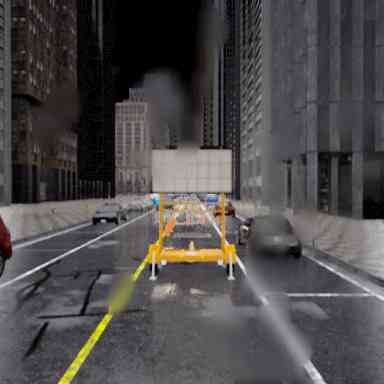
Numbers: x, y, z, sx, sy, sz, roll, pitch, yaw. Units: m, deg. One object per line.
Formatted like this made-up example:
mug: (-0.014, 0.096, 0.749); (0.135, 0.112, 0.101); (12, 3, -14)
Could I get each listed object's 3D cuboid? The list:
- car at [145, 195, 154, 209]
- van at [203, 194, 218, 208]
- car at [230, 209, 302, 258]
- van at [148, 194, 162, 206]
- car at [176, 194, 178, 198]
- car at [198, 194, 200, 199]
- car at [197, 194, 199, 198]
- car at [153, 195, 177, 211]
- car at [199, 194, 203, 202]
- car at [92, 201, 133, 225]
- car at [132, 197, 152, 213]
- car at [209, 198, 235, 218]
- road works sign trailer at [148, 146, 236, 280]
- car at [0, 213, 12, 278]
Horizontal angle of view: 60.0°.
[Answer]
car: (-5.749, 1.447, 40.542); (1.752, 1.417, 4.829); (0, 0, 0)
van: (2.778, 1.251, 46.354); (1.690, 1.788, 3.998); (0, 0, 0)
car: (2.765, 1.542, 12.510); (1.947, 1.339, 4.313); (0, 0, 0)
van: (-5.745, 1.241, 51.993); (1.690, 1.788, 3.998); (0, 0, 0)
car: (-5.728, 1.365, 91.480); (1.887, 1.381, 4.507); (0, 0, 0)
car: (2.789, 1.448, 68.917); (1.802, 1.307, 4.206); (0, 0, 0)
car: (2.791, 1.421, 74.557); (1.947, 1.339, 4.313); (0, 0, 0)
car: (-3.076, 1.430, 38.741); (1.837, 1.490, 4.892); (0, 0, 0)
car: (2.786, 1.459, 63.276); (1.802, 1.307, 4.206); (0, 0, 0)
car: (-5.755, 1.520, 23.790); (1.947, 1.339, 4.313); (0, 0, 0)
car: (-5.751, 1.483, 35.071); (2.008, 1.369, 4.403); (0, 0, 0)
car: (2.772, 1.488, 29.432); (1.887, 1.381, 4.507); (0, 0, 0)
road works sign trailer: (0.004, 0.445, 9.894); (2.380, 3.560, 2.880); (0, 0, 0)
car: (-5.764, 1.302, 6.867); (2.192, 1.841, 5.009); (0, 0, 0)
